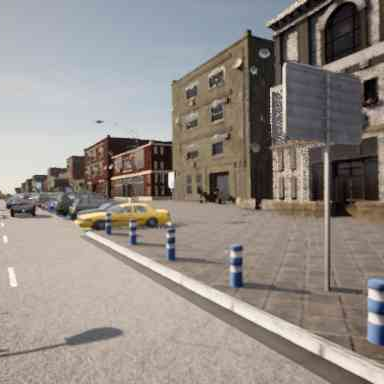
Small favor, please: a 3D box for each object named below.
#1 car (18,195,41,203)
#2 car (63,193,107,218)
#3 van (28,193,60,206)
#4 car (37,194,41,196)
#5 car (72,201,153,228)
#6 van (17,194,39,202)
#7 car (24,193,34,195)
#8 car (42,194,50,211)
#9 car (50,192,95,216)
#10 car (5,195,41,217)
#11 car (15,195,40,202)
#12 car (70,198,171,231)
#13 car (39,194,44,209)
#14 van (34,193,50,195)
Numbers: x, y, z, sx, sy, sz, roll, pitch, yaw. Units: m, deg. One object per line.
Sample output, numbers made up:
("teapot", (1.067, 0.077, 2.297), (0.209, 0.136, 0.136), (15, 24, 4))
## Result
("car", (-37.167, 1.481, 76.227), (4.553, 1.767, 2.185), (0, 0, -30))
("car", (-6.521, 1.175, 23.884), (4.553, 1.767, 2.185), (0, 0, -30))
("van", (-23.337, 1.159, 52.367), (4.442, 1.987, 1.878), (0, 0, -30))
("car", (-14.889, 1.307, 38.147), (4.792, 1.488, 2.163), (0, 0, -30))
("car", (-5.096, 1.357, 21.526), (4.674, 1.452, 2.002), (0, 0, -30))
("van", (-38.691, 1.394, 78.531), (4.442, 1.987, 1.878), (0, 0, -30))
("car", (-20.471, 1.083, 47.658), (5.566, 2.045, 2.435), (0, 0, -30))
("car", (-12.069, 1.272, 33.411), (4.892, 1.521, 2.231), (0, 0, -30))
("car", (-7.864, 1.036, 26.290), (5.566, 2.045, 2.435), (0, 0, -30))
("car", (-14.764, 1.304, 28.937), (2.128, 1.511, 4.902), (0, 0, -30))
("car", (-41.221, 1.637, 83.440), (5.366, 1.575, 1.946), (0, 0, -30))
("car", (-3.864, 1.334, 19.052), (5.366, 1.575, 1.946), (0, 1, -30))
("car", (-13.463, 1.273, 35.788), (4.892, 1.521, 2.231), (0, 0, -30))
("van", (-17.494, 1.072, 42.870), (4.442, 1.987, 1.878), (0, 0, -30))
